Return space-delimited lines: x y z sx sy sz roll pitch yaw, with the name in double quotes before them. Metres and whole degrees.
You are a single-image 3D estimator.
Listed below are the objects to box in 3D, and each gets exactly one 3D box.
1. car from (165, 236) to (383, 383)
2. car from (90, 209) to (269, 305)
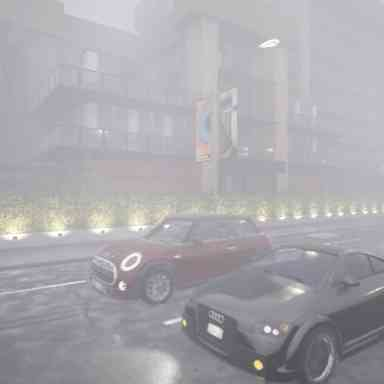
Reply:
"car" 1.920 1.564 5.330 4.181 1.385 1.994 0 0 -35
"car" -0.100 1.352 8.189 4.553 1.767 2.097 0 0 -35
